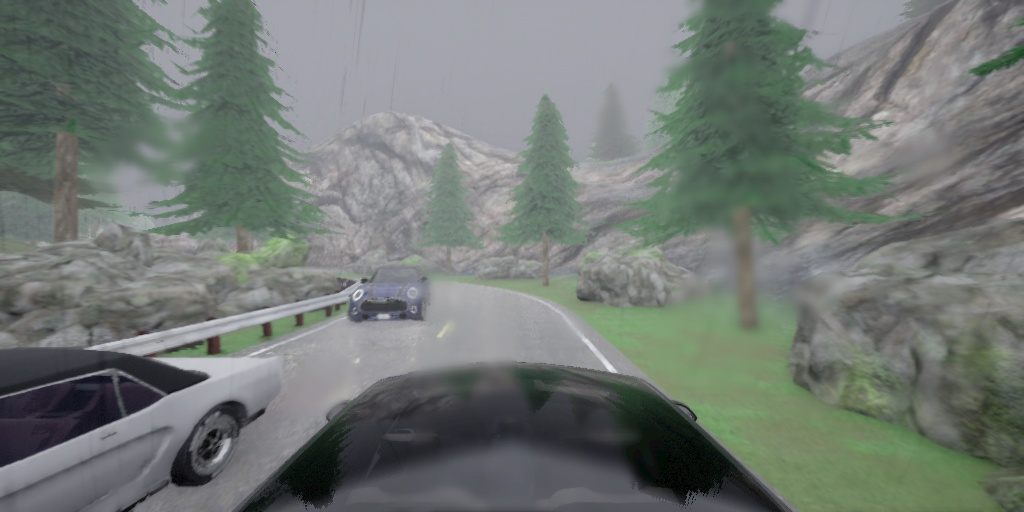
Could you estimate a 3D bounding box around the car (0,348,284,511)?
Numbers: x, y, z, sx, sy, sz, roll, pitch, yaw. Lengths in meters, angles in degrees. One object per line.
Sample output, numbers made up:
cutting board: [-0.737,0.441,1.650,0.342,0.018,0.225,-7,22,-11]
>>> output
car: [-3.557,1.352,1.858,1.895,1.301,4.718,0,0,0]

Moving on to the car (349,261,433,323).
car: [-3.874,1.092,12.182,2.097,1.767,4.553,0,0,-8]
